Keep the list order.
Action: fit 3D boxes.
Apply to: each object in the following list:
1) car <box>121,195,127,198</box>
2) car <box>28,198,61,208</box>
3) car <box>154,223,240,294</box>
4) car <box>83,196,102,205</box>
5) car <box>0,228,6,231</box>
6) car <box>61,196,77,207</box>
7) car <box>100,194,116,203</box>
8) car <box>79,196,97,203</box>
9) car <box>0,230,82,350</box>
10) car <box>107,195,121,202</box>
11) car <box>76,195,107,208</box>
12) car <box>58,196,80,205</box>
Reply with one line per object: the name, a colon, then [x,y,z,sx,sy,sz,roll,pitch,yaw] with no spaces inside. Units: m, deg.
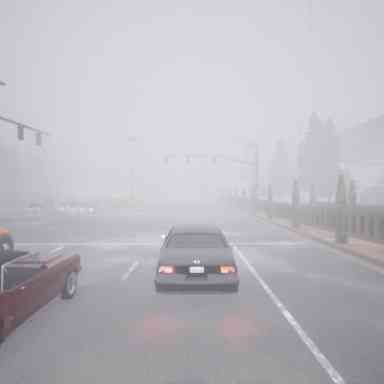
car: [-14.086,1.461,67.754,2.128,1.511,4.902,0,0,0]
car: [-21.157,1.526,47.347,2.033,1.411,5.357,0,0,0]
car: [0.089,1.543,8.910,2.033,1.411,5.357,0,0,0]
car: [-17.638,1.451,59.395,1.882,1.535,5.008,0,0,0]
car: [-6.911,1.348,9.116,2.097,1.767,4.553,0,0,0]
car: [-17.641,1.504,49.360,1.812,1.442,4.674,0,0,0]
car: [-17.587,1.324,69.693,2.097,1.767,4.553,0,0,0]
car: [-21.085,1.495,67.558,2.128,1.511,4.902,0,0,0]
car: [-3.406,1.598,5.453,1.895,1.301,4.718,0,0,0]
car: [-14.147,1.575,57.310,1.895,1.301,4.718,0,0,0]
car: [-14.157,1.526,47.238,2.033,1.411,5.357,0,0,0]
car: [-21.143,1.452,57.218,1.882,1.535,5.008,0,0,0]
